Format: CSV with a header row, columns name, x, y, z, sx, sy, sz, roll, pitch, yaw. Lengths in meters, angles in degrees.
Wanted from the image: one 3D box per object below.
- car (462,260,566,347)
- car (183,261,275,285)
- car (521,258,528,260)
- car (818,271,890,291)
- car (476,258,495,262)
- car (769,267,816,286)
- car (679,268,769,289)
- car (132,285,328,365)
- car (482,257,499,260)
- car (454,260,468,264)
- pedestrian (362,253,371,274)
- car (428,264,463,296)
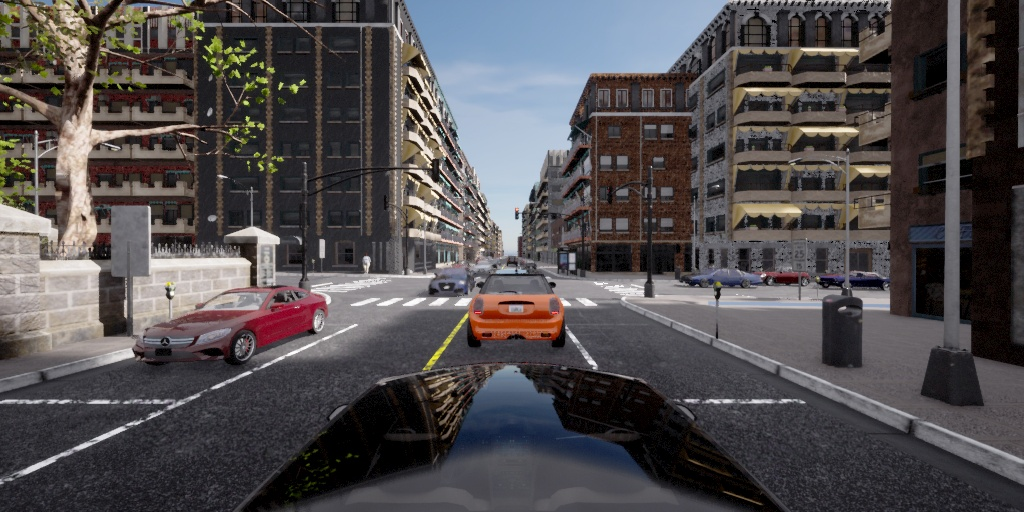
name,x,y,z,sx,sy,sz,roll,pitch,yaw
car,0.118,1.101,9.463,2.097,1.767,4.553,0,0,1
car,-17.673,1.034,22.550,4.181,1.385,1.994,1,0,-1
car,2.631,1.298,51.646,2.007,1.370,4.403,0,0,0
car,25.253,1.815,26.321,4.718,1.301,1.895,1,0,-1
car,-3.147,1.273,39.277,1.812,1.442,4.674,0,0,0
car,21.348,1.571,28.834,4.097,1.591,1.967,0,0,-1
car,15.220,1.584,26.190,5.357,1.411,2.033,1,0,-1
car,-5.696,1.331,7.953,1.802,1.307,4.207,0,0,0
car,-3.155,1.254,55.545,1.837,1.490,4.892,0,0,0
car,-5.735,1.187,40.364,1.967,1.591,4.097,0,0,0
pedestrian,-12.748,0.651,31.348,0.375,1.860,0.375,0,-1,-1
car,-3.119,1.312,19.110,1.994,1.385,4.181,0,0,0
